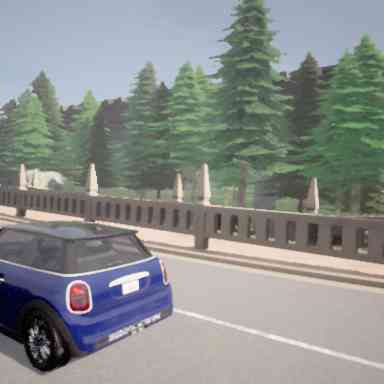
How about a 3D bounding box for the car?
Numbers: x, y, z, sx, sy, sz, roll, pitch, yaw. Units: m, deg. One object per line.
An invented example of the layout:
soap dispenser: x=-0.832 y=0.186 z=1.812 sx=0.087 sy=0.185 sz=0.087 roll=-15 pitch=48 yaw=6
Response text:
car: x=-2.575 y=1.284 z=5.830 sx=4.553 sy=1.767 sz=2.097 roll=2 pitch=1 yaw=36
